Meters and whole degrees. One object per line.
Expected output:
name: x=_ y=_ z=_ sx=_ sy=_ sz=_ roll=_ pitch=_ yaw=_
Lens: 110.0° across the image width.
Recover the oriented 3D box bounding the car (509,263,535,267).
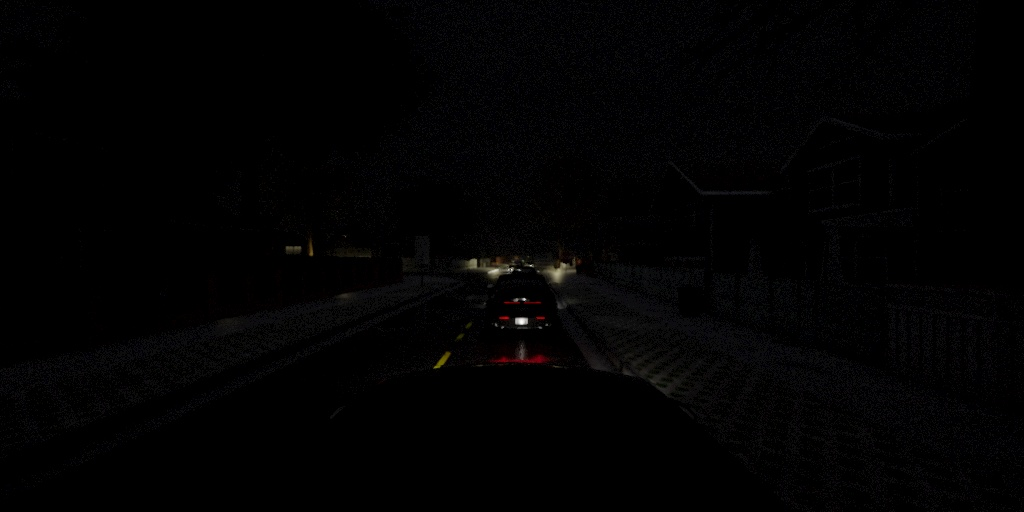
car: x=0.712 y=1.321 z=21.443 sx=1.994 sy=1.385 sz=4.181 roll=0 pitch=0 yaw=3

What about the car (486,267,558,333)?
car: x=0.283 y=1.260 z=10.794 sx=1.837 sy=1.490 sz=4.892 roll=0 pitch=0 yaw=1

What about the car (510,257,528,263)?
car: x=0.660 y=1.159 z=53.294 sx=2.128 sy=1.511 sz=4.902 roll=0 pitch=0 yaw=8
